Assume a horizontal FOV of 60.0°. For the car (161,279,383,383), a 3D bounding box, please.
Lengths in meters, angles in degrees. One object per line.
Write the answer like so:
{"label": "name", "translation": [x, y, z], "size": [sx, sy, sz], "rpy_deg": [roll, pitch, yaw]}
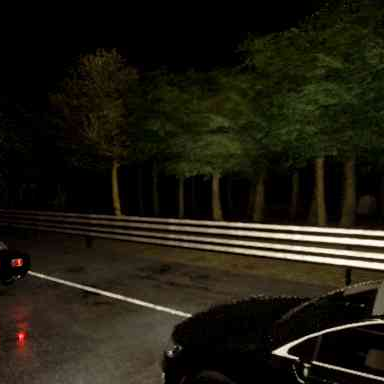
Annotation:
{"label": "car", "translation": [1.929, 1.507, 2.669], "size": [4.892, 1.490, 1.837], "rpy_deg": [0, 0, 36]}

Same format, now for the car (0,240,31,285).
{"label": "car", "translation": [-6.121, 1.645, 8.393], "size": [4.718, 1.301, 1.895], "rpy_deg": [0, 0, 37]}
